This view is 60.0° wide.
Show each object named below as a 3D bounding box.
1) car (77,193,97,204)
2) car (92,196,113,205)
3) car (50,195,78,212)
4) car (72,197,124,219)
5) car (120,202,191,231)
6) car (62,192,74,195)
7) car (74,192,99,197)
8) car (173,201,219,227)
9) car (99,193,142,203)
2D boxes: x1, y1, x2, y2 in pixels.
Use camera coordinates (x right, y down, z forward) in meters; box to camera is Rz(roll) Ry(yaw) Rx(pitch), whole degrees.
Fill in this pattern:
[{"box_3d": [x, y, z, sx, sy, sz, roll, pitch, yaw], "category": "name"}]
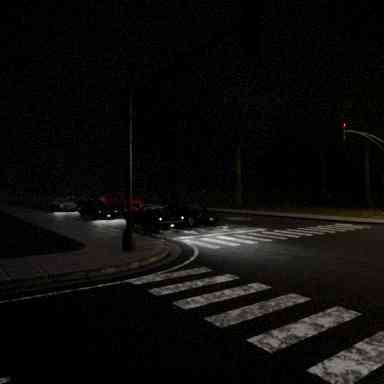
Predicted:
[{"box_3d": [-18.779, 1.162, 59.593, 2.097, 1.767, 4.553, 0, 0, -36], "category": "car"}, {"box_3d": [-14.570, 1.349, 53.840, 1.812, 1.442, 4.674, 0, 0, -36], "category": "car"}, {"box_3d": [-14.172, 1.400, 36.510, 1.812, 1.442, 4.674, 0, 0, -36], "category": "car"}, {"box_3d": [-8.035, 1.454, 28.051, 2.033, 1.411, 5.357, 0, 0, -36], "category": "car"}, {"box_3d": [-2.369, 1.542, 20.242, 1.895, 1.301, 4.718, 0, 0, -36], "category": "car"}, {"box_3d": [-21.443, 1.038, 57.730, 2.150, 2.045, 5.566, 0, 0, -36], "category": "car"}, {"box_3d": [-15.626, 1.186, 49.813, 2.097, 1.767, 4.553, 0, 0, -35], "category": "car"}, {"box_3d": [-0.219, 1.410, 22.818, 1.882, 1.535, 5.008, 0, 0, -35], "category": "car"}, {"box_3d": [-6.459, 1.115, 31.409, 2.150, 2.045, 5.566, 0, 0, -36], "category": "car"}]
